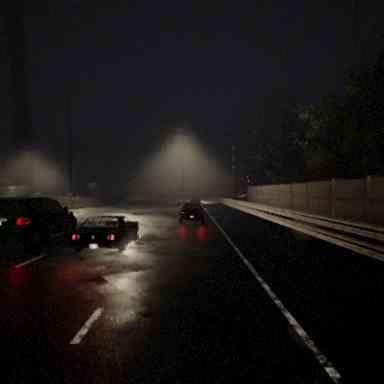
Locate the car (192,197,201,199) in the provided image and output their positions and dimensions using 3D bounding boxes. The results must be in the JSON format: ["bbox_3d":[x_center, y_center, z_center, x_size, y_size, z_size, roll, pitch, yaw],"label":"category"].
[{"bbox_3d":[0.981,1.679,71.799,1.994,1.385,4.181,0,-1,11],"label":"car"}]

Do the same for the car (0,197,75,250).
[{"bbox_3d":[-6.899,1.225,14.507,2.150,2.045,5.566,0,0,0],"label":"car"}]

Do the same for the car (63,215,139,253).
[{"bbox_3d":[-3.400,1.604,13.758,1.895,1.301,4.718,0,0,0],"label":"car"}]

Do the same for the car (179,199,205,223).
[{"bbox_3d":[-0.002,1.542,25.226,1.812,1.442,4.674,0,0,0],"label":"car"}]
